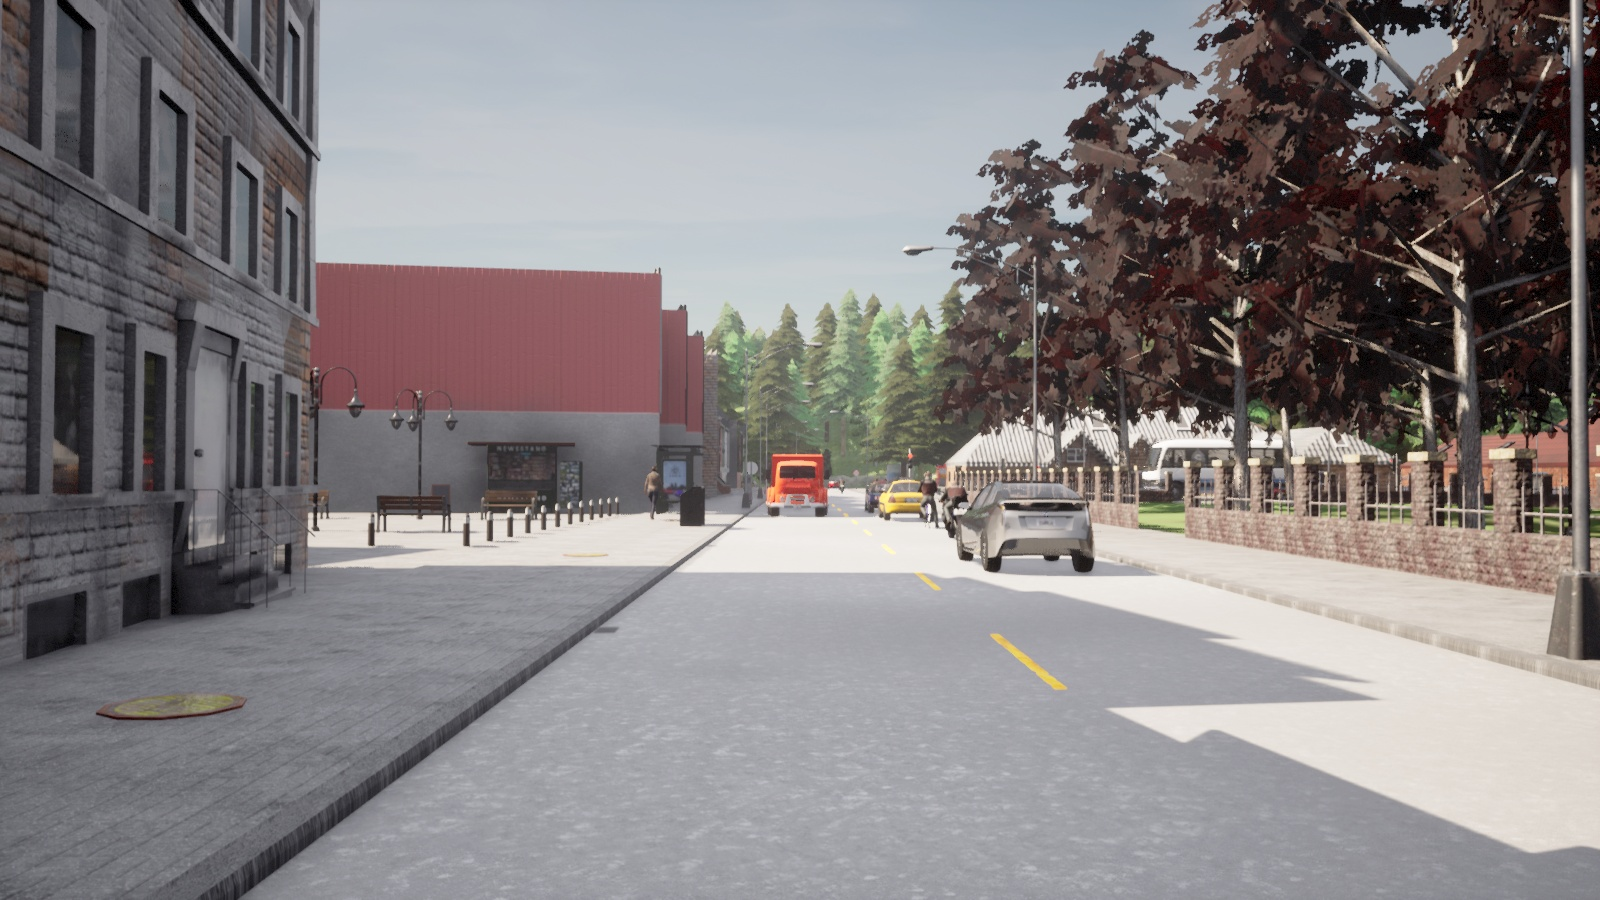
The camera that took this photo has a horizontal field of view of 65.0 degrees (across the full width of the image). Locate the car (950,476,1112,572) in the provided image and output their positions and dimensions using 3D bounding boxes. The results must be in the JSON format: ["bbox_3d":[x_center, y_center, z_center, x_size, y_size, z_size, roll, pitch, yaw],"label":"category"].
[{"bbox_3d":[3.945,1.229,22.252,2.007,1.525,4.514,0,-1,0],"label":"car"}]

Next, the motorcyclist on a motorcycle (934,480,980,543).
[{"bbox_3d":[3.932,1.519,31.675,0.866,1.530,2.191,0,-1,0],"label":"motorcyclist on a motorcycle"}]

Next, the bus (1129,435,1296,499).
[{"bbox_3d":[28.478,1.193,87.077,10.273,4.253,3.944,0,-1,0],"label":"bus"}]

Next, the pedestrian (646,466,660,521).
[{"bbox_3d":[-4.866,1.427,41.685,0.328,1.805,0.869,0,-1,2],"label":"pedestrian"}]

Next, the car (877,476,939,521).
[{"bbox_3d":[3.915,1.733,46.173,1.801,1.575,5.366,0,-1,0],"label":"car"}]

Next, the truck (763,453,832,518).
[{"bbox_3d":[-0.092,1.424,50.908,2.627,2.467,5.204,0,-1,0],"label":"truck"}]

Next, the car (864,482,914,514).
[{"bbox_3d":[3.906,2.100,55.795,1.895,1.301,4.718,0,-1,0],"label":"car"}]
